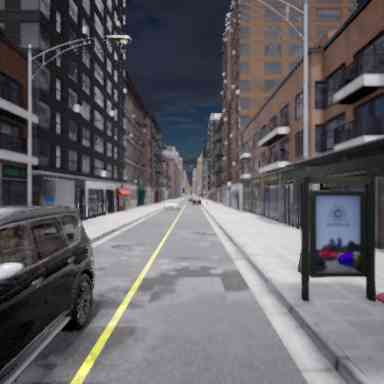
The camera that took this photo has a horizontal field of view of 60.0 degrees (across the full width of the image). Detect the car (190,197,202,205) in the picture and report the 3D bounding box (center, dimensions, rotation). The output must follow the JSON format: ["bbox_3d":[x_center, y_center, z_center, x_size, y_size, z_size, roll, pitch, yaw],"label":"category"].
[{"bbox_3d":[0.997,1.934,67.982,1.882,1.535,5.008,0,0,0],"label":"car"}]

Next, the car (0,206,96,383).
[{"bbox_3d":[-2.848,1.245,3.999,2.150,2.045,5.566,0,0,0],"label":"car"}]

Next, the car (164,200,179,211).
[{"bbox_3d":[-2.801,1.818,46.867,1.812,1.442,4.674,0,-1,0],"label":"car"}]

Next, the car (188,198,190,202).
[{"bbox_3d":[0.045,2.002,86.185,1.812,1.442,4.674,0,-1,0],"label":"car"}]
